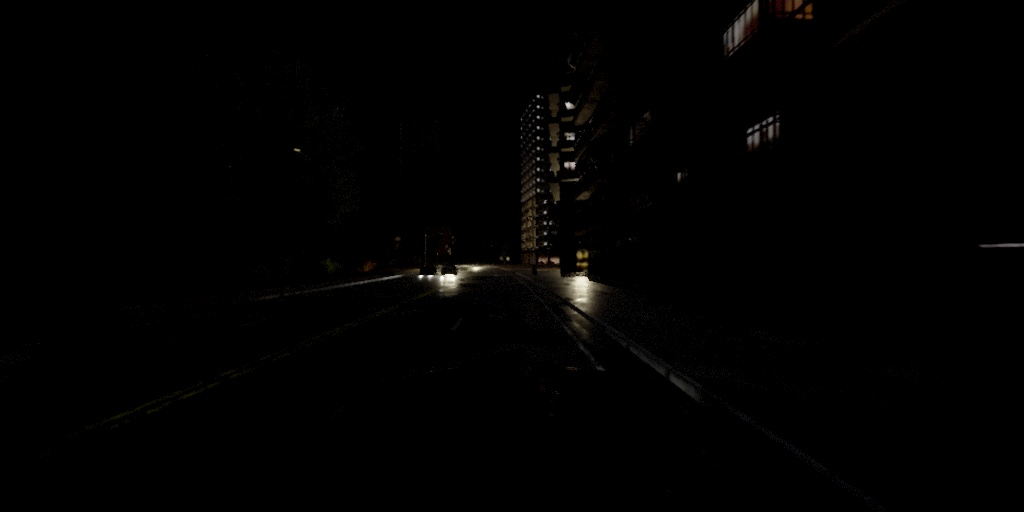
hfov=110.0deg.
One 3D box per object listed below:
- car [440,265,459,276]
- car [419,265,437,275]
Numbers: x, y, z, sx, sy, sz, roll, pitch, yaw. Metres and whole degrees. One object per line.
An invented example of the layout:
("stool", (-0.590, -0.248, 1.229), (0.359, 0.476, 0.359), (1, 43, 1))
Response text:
("car", (-8.087, 1.838, 46.596), (1.812, 1.442, 4.674), (0, -1, -3))
("car", (-11.522, 1.904, 49.718), (2.033, 1.411, 5.357), (0, -1, -4))
